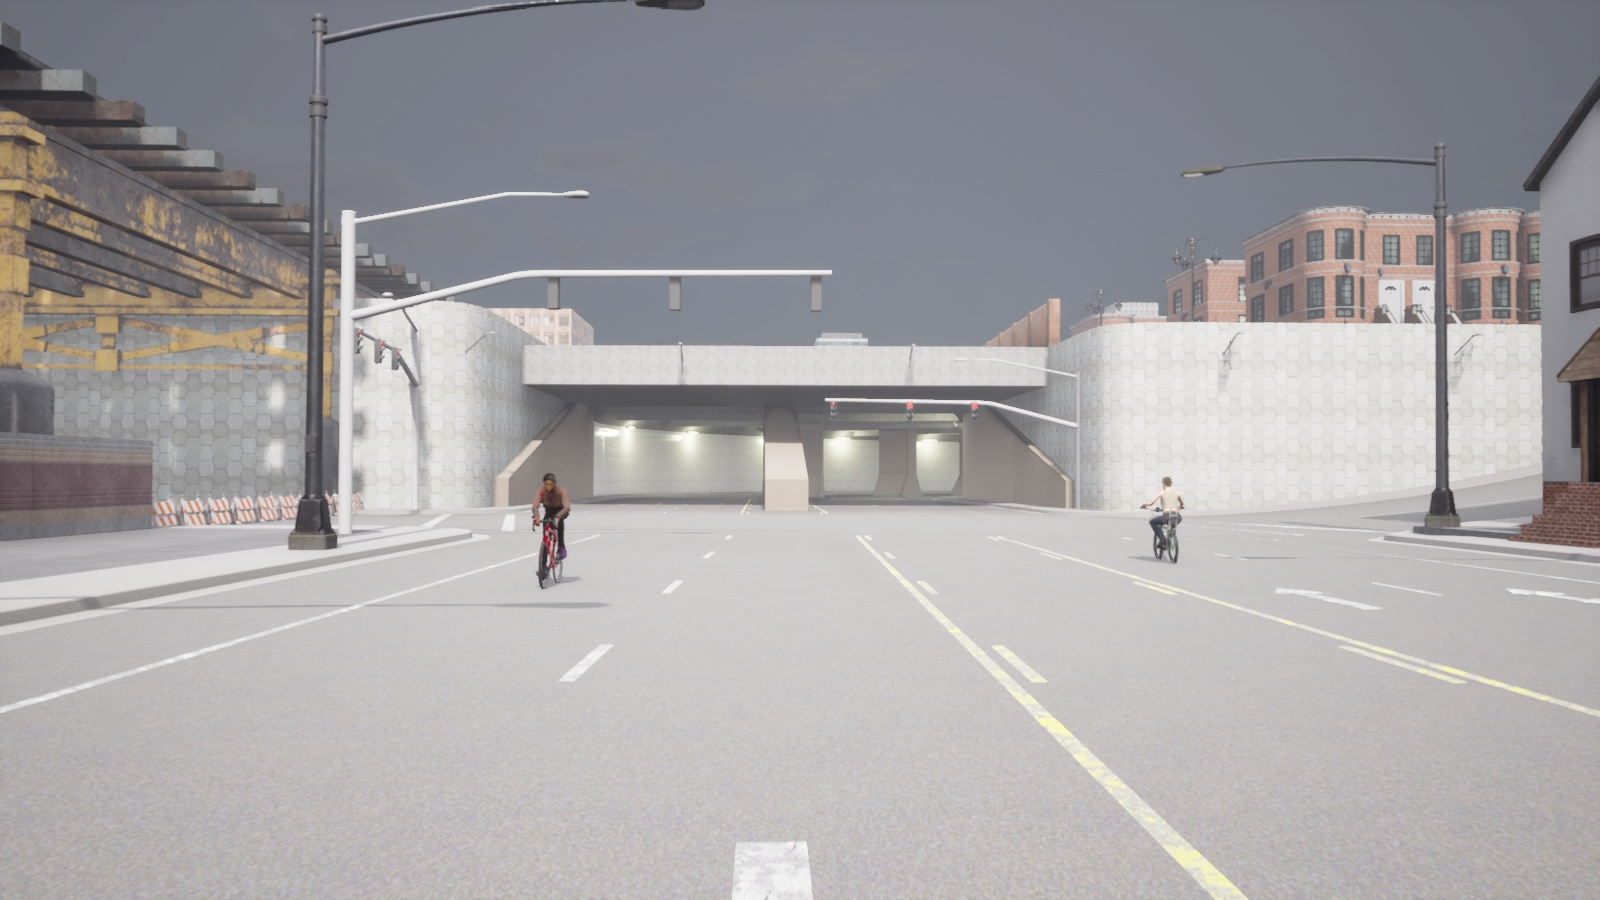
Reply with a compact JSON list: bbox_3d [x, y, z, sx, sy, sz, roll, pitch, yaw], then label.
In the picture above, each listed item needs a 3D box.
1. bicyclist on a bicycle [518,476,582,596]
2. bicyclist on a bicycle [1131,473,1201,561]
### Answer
[{"bbox_3d":[-3.544,1.183,17.894,0.582,1.620,1.656,0,-1,0],"label":"bicyclist on a bicycle"},{"bbox_3d":[6.949,1.256,23.930,0.866,1.612,1.509,0,-1,0],"label":"bicyclist on a bicycle"}]
